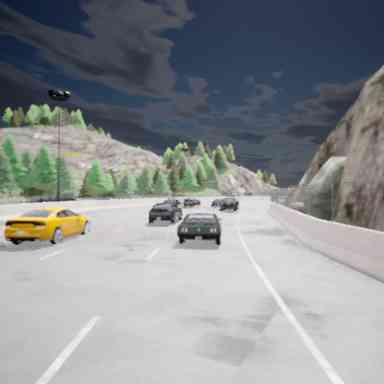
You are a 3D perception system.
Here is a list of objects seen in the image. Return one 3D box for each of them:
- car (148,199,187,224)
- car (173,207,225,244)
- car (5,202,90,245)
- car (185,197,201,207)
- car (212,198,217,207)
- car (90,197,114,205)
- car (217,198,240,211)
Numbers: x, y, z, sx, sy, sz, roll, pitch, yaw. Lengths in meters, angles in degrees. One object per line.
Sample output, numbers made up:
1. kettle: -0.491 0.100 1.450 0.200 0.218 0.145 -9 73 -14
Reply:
1. car: -1.893 1.532 24.906 1.837 1.490 4.892 0 0 8
2. car: 0.501 1.636 16.049 1.895 1.301 4.718 1 0 5
3. car: -6.417 1.437 15.416 1.882 1.535 5.008 0 0 5
4. car: 0.068 1.589 51.826 2.128 1.511 4.902 0 0 16
5. car: 4.624 1.717 54.886 1.994 1.385 4.181 0 0 18
6. car: -15.972 1.539 59.369 1.895 1.301 4.718 1 0 17
7. car: 4.947 1.485 42.470 2.097 1.767 4.553 1 0 14
